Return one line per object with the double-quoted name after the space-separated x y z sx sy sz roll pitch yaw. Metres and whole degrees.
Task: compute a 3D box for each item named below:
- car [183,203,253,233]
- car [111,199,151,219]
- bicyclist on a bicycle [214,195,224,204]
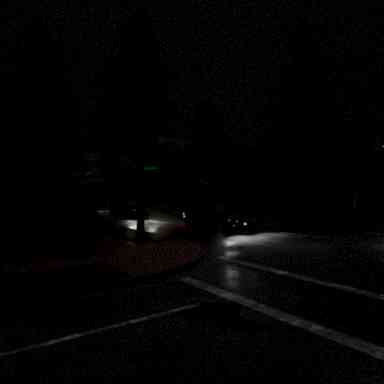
1.337 1.406 19.115 1.837 1.490 4.892 0 0 -36 "car"
-5.266 1.379 28.265 1.882 1.535 5.008 0 1 -36 "car"
2.675 1.145 32.609 1.656 1.620 0.582 -1 0 -36 "bicyclist on a bicycle"
